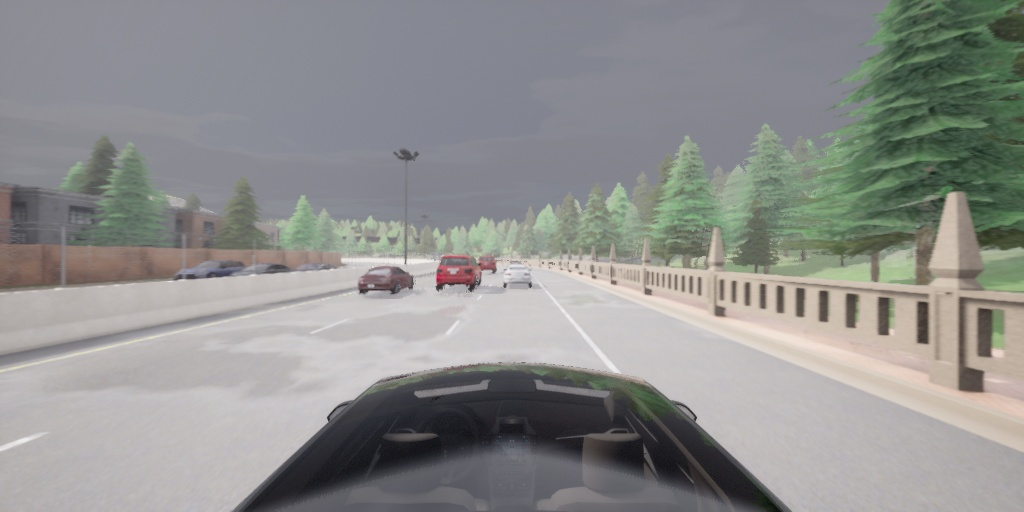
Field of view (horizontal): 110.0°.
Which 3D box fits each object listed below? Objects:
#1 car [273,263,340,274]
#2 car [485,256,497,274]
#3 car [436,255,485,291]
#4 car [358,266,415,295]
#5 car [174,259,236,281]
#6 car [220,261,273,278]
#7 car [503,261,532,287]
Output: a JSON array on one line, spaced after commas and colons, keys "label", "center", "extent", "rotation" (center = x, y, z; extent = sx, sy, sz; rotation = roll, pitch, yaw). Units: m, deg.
[{"label": "car", "center": [-13.716, 1.228, 24.924], "extent": [2.128, 1.511, 4.902], "rotation": [0, 0, 1]}, {"label": "car", "center": [-3.025, 1.007, 43.069], "extent": [2.150, 2.045, 5.566], "rotation": [1, 0, -2]}, {"label": "car", "center": [-3.149, 0.982, 22.064], "extent": [2.150, 2.045, 5.566], "rotation": [0, 0, 1]}, {"label": "car", "center": [-6.680, 1.265, 19.368], "extent": [1.812, 1.442, 4.674], "rotation": [0, 0, 1]}, {"label": "car", "center": [-20.715, 1.073, 25.040], "extent": [2.097, 1.767, 4.553], "rotation": [0, 0, 1]}, {"label": "car", "center": [-17.216, 1.258, 24.967], "extent": [1.837, 1.490, 4.892], "rotation": [0, 0, 1]}, {"label": "car", "center": [0.384, 1.305, 24.706], "extent": [1.812, 1.442, 4.674], "rotation": [0, 0, 1]}]
